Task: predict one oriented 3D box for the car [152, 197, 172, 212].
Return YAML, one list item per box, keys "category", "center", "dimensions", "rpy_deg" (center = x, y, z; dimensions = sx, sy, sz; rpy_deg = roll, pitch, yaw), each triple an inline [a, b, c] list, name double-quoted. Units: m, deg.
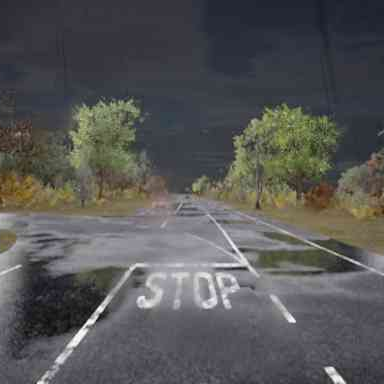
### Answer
- category: "car"
  center: [-3.597, 1.396, 39.862]
  dimensions: [2.097, 1.767, 4.553]
  rpy_deg: [0, 0, 0]
